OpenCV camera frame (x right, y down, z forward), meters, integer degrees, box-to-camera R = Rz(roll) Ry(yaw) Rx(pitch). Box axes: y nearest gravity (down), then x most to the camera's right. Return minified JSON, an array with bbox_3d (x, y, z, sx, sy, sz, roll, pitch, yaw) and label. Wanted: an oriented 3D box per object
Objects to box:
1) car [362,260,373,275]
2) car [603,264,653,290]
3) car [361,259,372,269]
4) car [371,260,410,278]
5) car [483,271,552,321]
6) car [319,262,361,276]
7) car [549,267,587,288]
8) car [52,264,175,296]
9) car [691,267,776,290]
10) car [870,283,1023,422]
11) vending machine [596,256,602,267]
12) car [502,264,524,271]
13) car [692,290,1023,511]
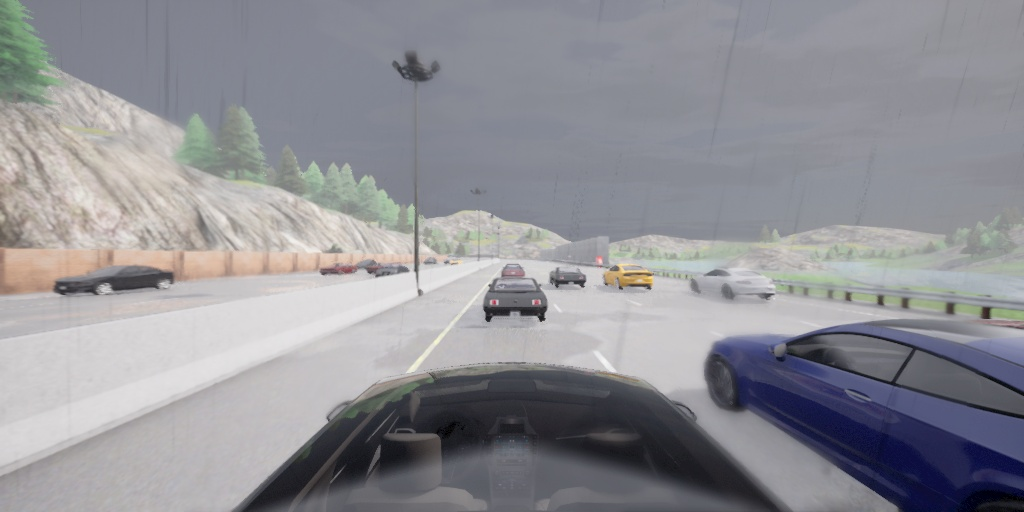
[{"bbox_3d":[-14.108,1.356,39.053,1.895,1.301,4.718,0,0,0],"label":"car"},{"bbox_3d":[7.093,1.231,22.385,1.882,1.535,5.008,0,0,0],"label":"car"},{"bbox_3d":[-21.078,1.259,52.359,1.837,1.490,4.892,0,1,0],"label":"car"},{"bbox_3d":[-10.607,1.318,32.175,1.994,1.385,4.181,0,0,0],"label":"car"},{"bbox_3d":[0.096,1.353,12.423,1.895,1.301,4.718,0,0,0],"label":"car"},{"bbox_3d":[-17.609,1.355,36.578,1.895,1.301,4.718,0,0,0],"label":"car"},{"bbox_3d":[3.591,1.355,23.951,1.895,1.301,4.718,0,0,0],"label":"car"},{"bbox_3d":[-21.107,1.229,19.340,1.882,1.535,5.008,0,0,0],"label":"car"},{"bbox_3d":[10.594,1.279,17.484,1.812,1.442,4.674,0,0,0],"label":"car"},{"bbox_3d":[7.095,1.228,3.652,1.882,1.535,5.008,0,0,0],"label":"car"},{"bbox_3d":[15.475,0.956,63.526,1.100,2.100,0.880,0,0,0],"label":"vending machine"},{"bbox_3d":[0.088,1.318,30.372,1.994,1.385,4.181,0,0,0],"label":"car"},{"bbox_3d":[3.595,1.276,3.100,1.812,1.442,4.674,0,0,0],"label":"car"}]
